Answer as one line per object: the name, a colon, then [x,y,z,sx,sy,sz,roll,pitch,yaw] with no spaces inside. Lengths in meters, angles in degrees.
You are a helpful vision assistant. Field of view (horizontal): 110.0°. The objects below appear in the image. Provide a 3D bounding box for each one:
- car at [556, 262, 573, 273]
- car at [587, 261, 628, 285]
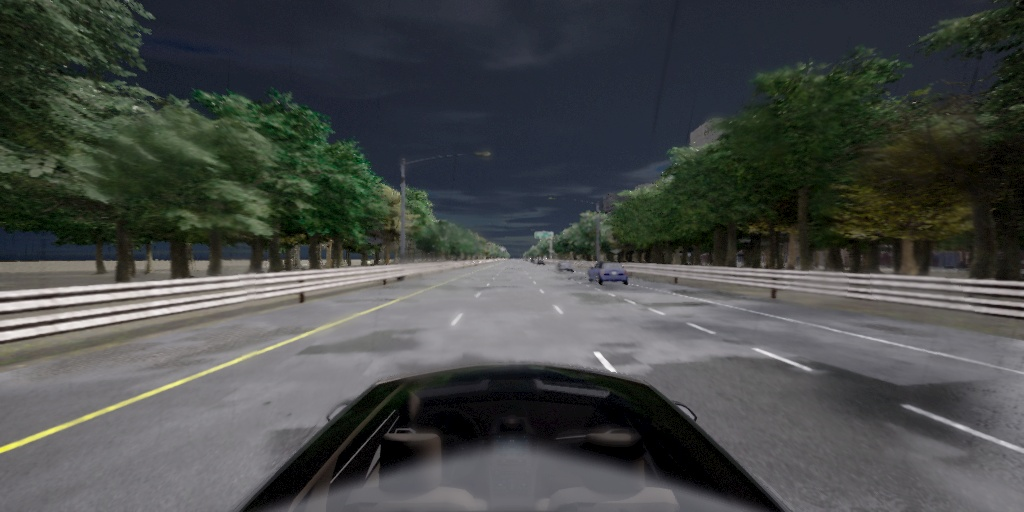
car: [7.109,1.493,48.784,2.033,1.411,5.357,0,0,0]
car: [7.028,1.188,26.815,2.097,1.767,4.553,0,0,0]
